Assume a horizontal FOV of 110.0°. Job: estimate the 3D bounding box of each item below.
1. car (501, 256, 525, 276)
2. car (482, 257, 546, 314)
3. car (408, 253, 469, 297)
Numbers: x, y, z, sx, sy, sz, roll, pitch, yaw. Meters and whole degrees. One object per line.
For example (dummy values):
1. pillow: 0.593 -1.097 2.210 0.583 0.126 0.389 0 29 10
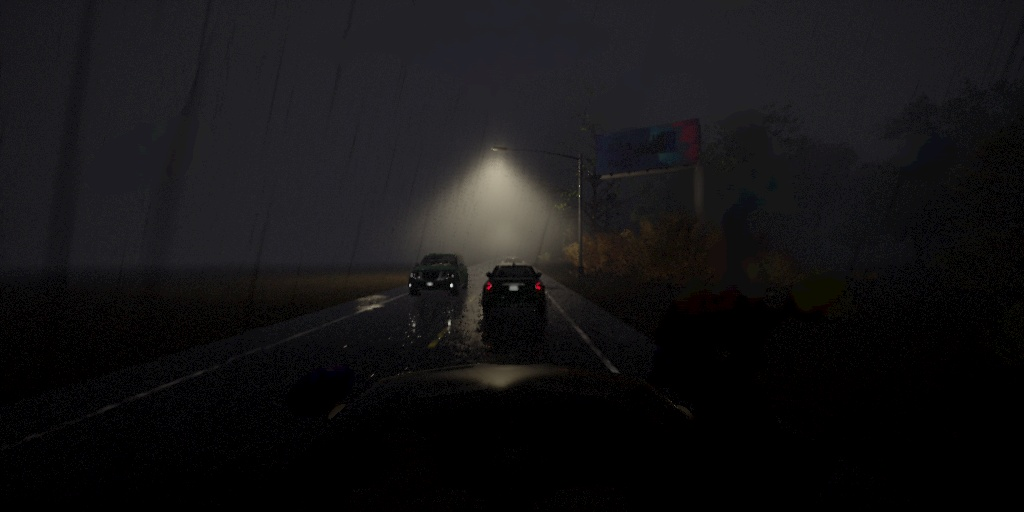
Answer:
1. car: 0.095 0.870 34.110 2.097 1.767 4.553 0 0 0
2. car: 0.068 1.018 13.471 2.097 1.767 4.553 0 0 0
3. car: -3.544 0.856 18.300 2.150 2.045 5.566 0 0 0
